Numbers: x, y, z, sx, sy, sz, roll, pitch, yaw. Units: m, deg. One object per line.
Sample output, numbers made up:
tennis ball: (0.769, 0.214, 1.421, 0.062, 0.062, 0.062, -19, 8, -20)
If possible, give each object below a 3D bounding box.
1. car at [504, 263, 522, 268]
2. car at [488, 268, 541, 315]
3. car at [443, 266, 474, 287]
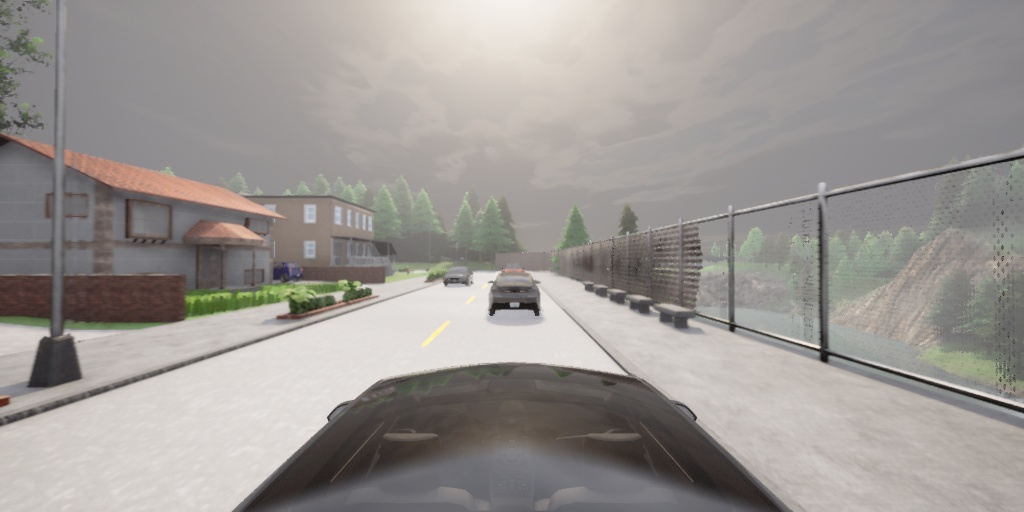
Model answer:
car: (0.096, 1.439, 31.977, 2.097, 1.767, 4.553, 0, -1, 0)
car: (0.094, 1.396, 14.348, 1.837, 1.490, 4.892, 0, -1, 0)
car: (-4.088, 1.547, 27.915, 1.837, 1.490, 4.892, 0, -1, 0)
